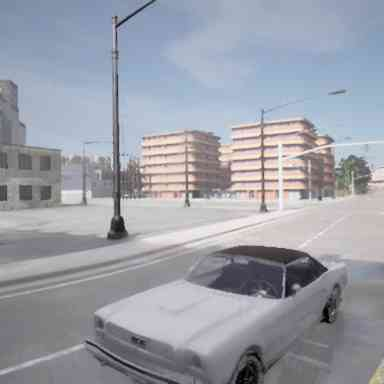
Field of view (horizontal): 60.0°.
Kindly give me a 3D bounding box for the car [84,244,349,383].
[{"bbox_3d":[0.833,1.596,5.125,1.895,1.301,4.718,-1,0,39],"label":"car"}]
